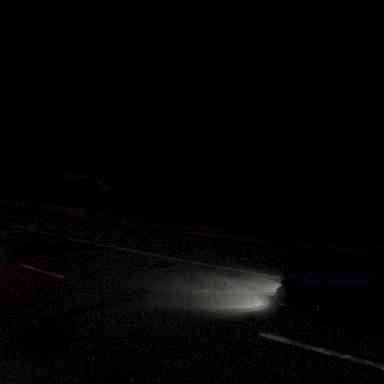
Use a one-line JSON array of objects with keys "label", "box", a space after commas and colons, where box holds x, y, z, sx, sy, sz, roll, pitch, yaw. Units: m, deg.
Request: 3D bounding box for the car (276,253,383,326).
[{"label": "car", "box": [4.191, 1.548, 5.322, 5.357, 1.411, 2.033, 0, 0, 35]}]

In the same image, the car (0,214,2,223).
[{"label": "car", "box": [-11.120, 0.939, 16.213, 4.181, 1.385, 1.994, 4, 2, 36]}]
